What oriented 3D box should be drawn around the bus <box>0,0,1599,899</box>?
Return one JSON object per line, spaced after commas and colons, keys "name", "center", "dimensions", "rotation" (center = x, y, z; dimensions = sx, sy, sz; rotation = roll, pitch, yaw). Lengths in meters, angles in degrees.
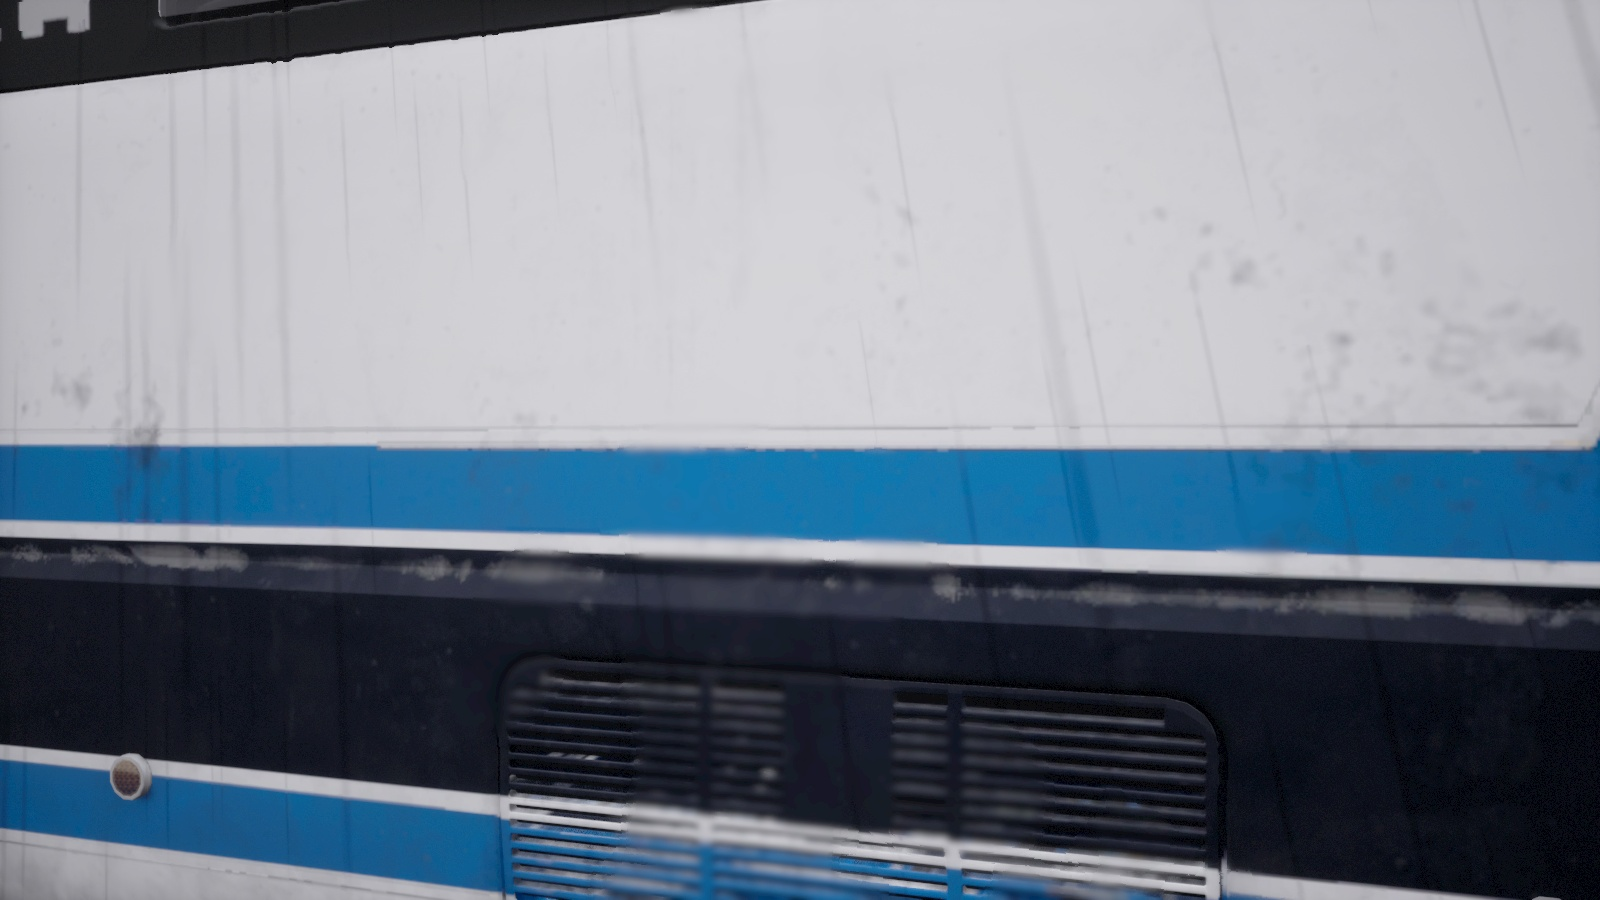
{"name": "bus", "center": [-0.128, -0.610, 3.748], "dimensions": [10.273, 4.253, 3.944], "rotation": [1, 1, 19]}
